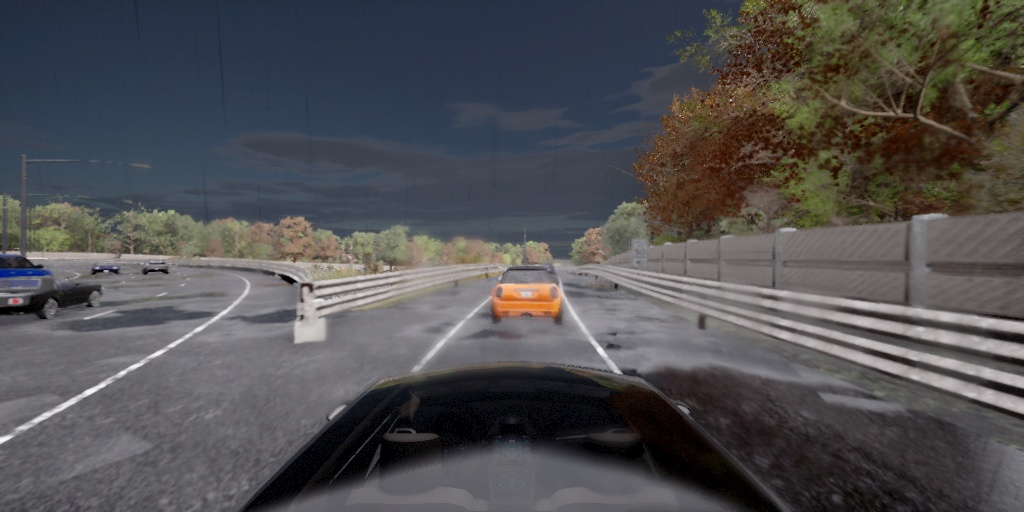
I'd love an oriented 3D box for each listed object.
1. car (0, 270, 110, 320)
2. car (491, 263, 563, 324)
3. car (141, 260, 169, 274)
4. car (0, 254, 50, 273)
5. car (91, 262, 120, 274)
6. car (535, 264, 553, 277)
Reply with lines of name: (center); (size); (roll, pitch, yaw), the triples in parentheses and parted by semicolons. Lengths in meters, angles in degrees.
car: (-15.674, 1.312, 11.757); (1.895, 1.301, 4.718); (0, 0, -31)
car: (0.539, 1.104, 12.233); (2.097, 1.767, 4.553); (0, 0, 3)
car: (-38.301, 1.147, 38.456); (4.902, 1.511, 2.128); (0, 0, 41)
car: (-21.901, 0.917, 15.010); (2.150, 2.045, 5.566); (0, 0, -34)
car: (-42.714, 1.245, 37.656); (4.718, 1.301, 1.895); (0, 0, 39)
car: (3.831, 1.673, 42.211); (2.033, 1.411, 5.357); (0, -2, 7)
